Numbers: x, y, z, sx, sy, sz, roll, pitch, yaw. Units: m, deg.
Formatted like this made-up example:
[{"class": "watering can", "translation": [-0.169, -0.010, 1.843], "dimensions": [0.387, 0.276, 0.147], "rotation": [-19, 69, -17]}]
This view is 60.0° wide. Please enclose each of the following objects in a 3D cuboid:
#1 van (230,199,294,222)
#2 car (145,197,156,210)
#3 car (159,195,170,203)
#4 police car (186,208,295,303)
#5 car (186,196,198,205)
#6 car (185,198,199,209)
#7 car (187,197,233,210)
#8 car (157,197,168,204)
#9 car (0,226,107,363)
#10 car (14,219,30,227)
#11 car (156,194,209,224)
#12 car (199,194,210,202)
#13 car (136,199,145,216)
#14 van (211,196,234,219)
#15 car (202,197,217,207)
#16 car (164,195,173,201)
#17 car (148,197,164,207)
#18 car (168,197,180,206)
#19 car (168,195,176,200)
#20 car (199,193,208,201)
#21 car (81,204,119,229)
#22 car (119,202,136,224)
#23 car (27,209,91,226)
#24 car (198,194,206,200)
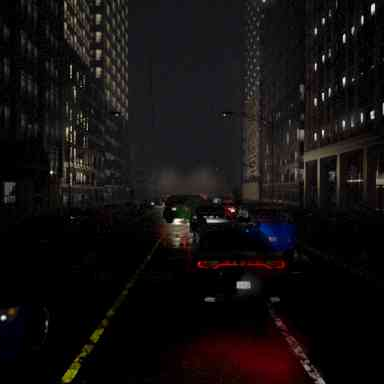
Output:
[{"class": "van", "translation": [2.691, 1.338, 12.951], "dimensions": [1.690, 1.788, 3.998], "rotation": [-1, 0, 0]}, {"class": "car", "translation": [-5.664, 1.541, 41.376], "dimensions": [2.008, 1.369, 4.403], "rotation": [-1, 0, 0]}, {"class": "car", "translation": [-5.641, 1.422, 69.794], "dimensions": [1.967, 1.590, 4.097], "rotation": [-1, 0, 0]}, {"class": "police car", "translation": [0.906, 1.423, 8.409], "dimensions": [1.930, 1.638, 5.238], "rotation": [0, 0, 0]}, {"class": "car", "translation": [0.049, 1.477, 59.310], "dimensions": [2.128, 1.511, 4.902], "rotation": [0, 0, 0]}, {"class": "car", "translation": [0.055, 1.590, 46.021], "dimensions": [1.895, 1.301, 4.718], "rotation": [0, 0, 1]}, {"class": "car", "translation": [0.913, 1.347, 18.269], "dimensions": [2.097, 1.767, 4.553], "rotation": [0, 0, 0]}, {"class": "car", "translation": [-5.645, 1.566, 64.111], "dimensions": [1.802, 1.307, 4.206], "rotation": [-1, 0, 0]}, {"class": "car", "translation": [-3.099, 1.562, 5.890], "dimensions": [1.994, 1.385, 4.181], "rotation": [0, 0, 0]}, {"class": "car", "translation": [-5.693, 1.549, 7.274], "dimensions": [2.008, 1.369, 4.403], "rotation": [-1, 0, 0]}, {"class": "car", "translation": [-0.123, 1.214, 24.684], "dimensions": [2.150, 2.045, 5.566], "rotation": [-1, 0, 24]}, {"class": "car", "translation": [2.743, 1.296, 75.471], "dimensions": [2.192, 1.841, 5.009], "rotation": [-1, 0, 0]}, {"class": "car", "translation": [-5.673, 1.575, 30.009], "dimensions": [1.802, 1.307, 4.206], "rotation": [-1, 0, 0]}, {"class": "van", "translation": [2.705, 1.334, 30.002], "dimensions": [1.690, 1.788, 3.998], "rotation": [-1, 0, 0]}, {"class": "car", "translation": [2.726, 1.538, 52.736], "dimensions": [2.008, 1.369, 4.403], "rotation": [-1, 0, 0]}, {"class": "car", "translation": [-5.630, 1.504, 80.992], "dimensions": [1.752, 1.417, 4.829], "rotation": [-1, 0, 0]}, {"class": "car", "translation": [-5.654, 1.538, 52.743], "dimensions": [2.008, 1.369, 4.403], "rotation": [-1, 0, 0]}, {"class": "car", "translation": [-2.953, 1.512, 55.214], "dimensions": [1.812, 1.442, 4.674], "rotation": [0, 0, 0]}, {"class": "car", "translation": [-5.621, 1.540, 92.529], "dimensions": [1.947, 1.339, 4.313], "rotation": [-1, 0, 0]}, {"class": "car", "translation": [2.748, 1.294, 81.155], "dimensions": [2.192, 1.841, 5.009], "rotation": [-1, 0, 0]}, {"class": "car", "translation": [-5.683, 1.540, 18.642], "dimensions": [1.887, 1.381, 4.507], "rotation": [-1, 0, 0]}, {"class": "car", "translation": [-5.679, 1.545, 24.325], "dimensions": [2.008, 1.369, 4.403], "rotation": [-1, 0, 0]}, {"class": "car", "translation": [-5.688, 1.563, 12.958], "dimensions": [1.947, 1.339, 4.313], "rotation": [-1, 0, 0]}, {"class": "car", "translation": [2.759, 1.414, 92.522], "dimensions": [1.967, 1.590, 4.097], "rotation": [-1, 0, 0]}]
